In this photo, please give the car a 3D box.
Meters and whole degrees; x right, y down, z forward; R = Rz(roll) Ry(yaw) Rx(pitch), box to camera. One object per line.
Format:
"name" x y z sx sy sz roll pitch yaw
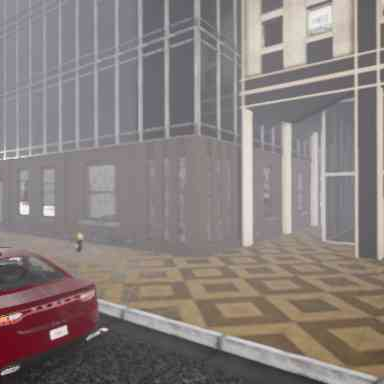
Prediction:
"car" -3.420 1.570 5.313 4.507 1.381 1.887 0 0 35
